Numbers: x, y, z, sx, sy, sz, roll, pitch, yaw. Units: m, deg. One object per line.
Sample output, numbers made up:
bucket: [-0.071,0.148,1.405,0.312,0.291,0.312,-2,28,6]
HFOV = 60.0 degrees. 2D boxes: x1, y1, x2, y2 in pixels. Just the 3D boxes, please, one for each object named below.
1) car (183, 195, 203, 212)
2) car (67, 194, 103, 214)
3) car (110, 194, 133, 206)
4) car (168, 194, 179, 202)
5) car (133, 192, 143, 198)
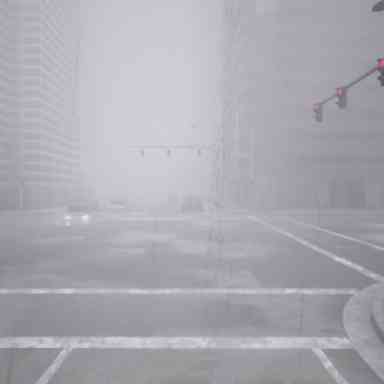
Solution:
car: [0.099,1.138,35.601,2.097,1.767,4.553,0,0,0]
car: [-10.592,1.281,32.677,1.882,1.535,5.008,0,0,0]
car: [-10.572,1.254,48.826,2.033,1.411,5.357,0,0,0]
car: [-3.501,1.105,64.295,2.128,1.511,4.902,0,0,0]
car: [-10.501,0.728,64.412,1.837,1.490,4.892,0,0,0]
